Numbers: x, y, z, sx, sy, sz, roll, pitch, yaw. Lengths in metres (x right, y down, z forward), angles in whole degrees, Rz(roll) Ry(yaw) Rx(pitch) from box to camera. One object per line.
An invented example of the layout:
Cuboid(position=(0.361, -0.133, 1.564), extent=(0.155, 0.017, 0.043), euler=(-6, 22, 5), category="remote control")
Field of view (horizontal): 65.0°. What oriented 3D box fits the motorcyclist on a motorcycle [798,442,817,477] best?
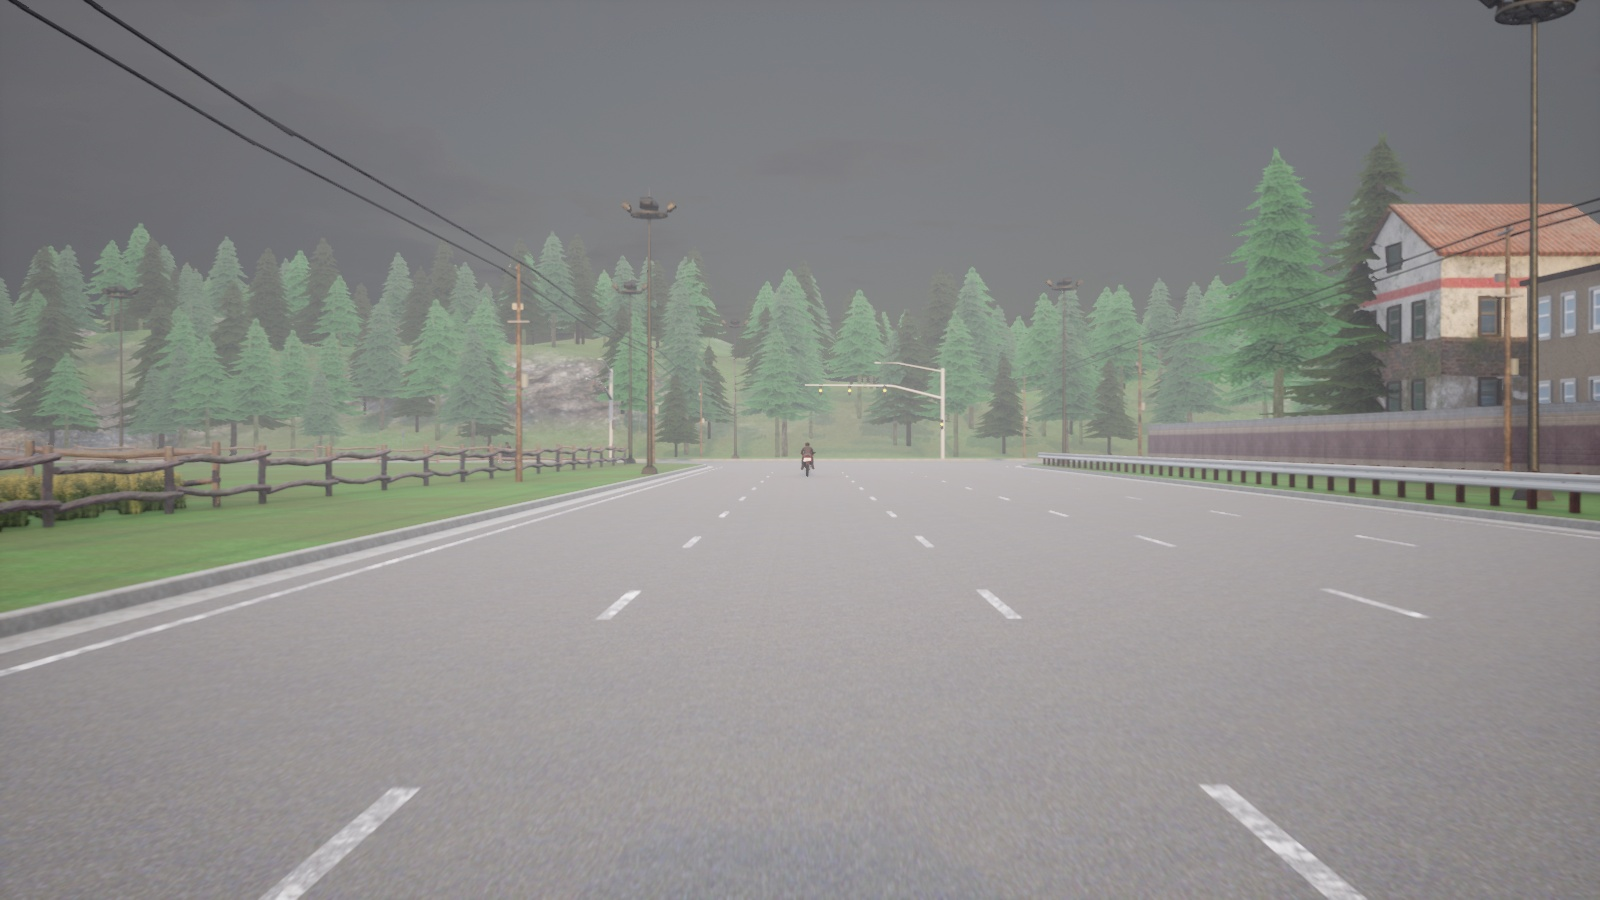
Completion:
Cuboid(position=(0.334, 0.414, 55.896), extent=(0.797, 1.523, 2.044), euler=(0, 0, 0), category="motorcyclist on a motorcycle")
